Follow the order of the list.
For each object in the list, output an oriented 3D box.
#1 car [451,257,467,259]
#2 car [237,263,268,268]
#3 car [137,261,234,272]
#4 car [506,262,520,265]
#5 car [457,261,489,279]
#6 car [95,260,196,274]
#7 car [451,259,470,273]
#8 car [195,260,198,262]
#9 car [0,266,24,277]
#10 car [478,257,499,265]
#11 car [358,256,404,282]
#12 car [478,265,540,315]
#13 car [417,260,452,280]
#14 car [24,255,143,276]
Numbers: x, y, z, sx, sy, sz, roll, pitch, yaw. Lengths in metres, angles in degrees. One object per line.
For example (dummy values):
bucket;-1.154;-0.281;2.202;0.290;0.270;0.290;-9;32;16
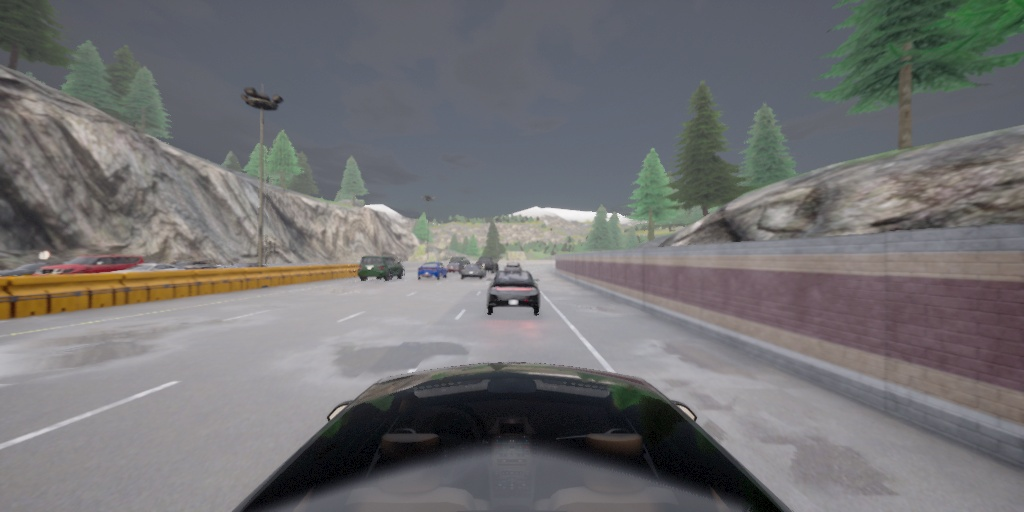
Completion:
car;-8.260;1.126;57.951;2.150;2.045;5.566;0;-1;11
car;-21.193;1.252;28.596;2.033;1.411;5.357;0;-1;0
car;-21.126;1.297;23.598;1.895;1.301;4.718;1;2;-1
car;0.144;1.385;37.879;2.128;1.511;4.902;0;0;2
car;-3.534;1.410;33.260;1.994;1.385;4.181;0;0;1
car;-24.620;1.215;24.391;1.812;1.442;4.674;0;0;0
car;-6.651;1.410;43.635;2.033;1.411;5.357;0;0;6
car;-28.176;1.145;30.942;1.837;1.490;4.892;0;0;1
car;-31.619;1.148;24.339;1.837;1.490;4.892;0;0;0
car;-2.983;1.120;44.630;2.150;2.045;5.566;0;0;6
car;-10.539;0.997;29.169;2.150;2.045;5.566;0;0;0
car;0.042;1.289;13.942;2.128;1.511;4.902;0;0;0
car;-7.055;1.292;32.352;1.882;1.535;5.008;0;0;1
car;-28.117;0.927;24.336;2.150;2.045;5.566;0;0;0
